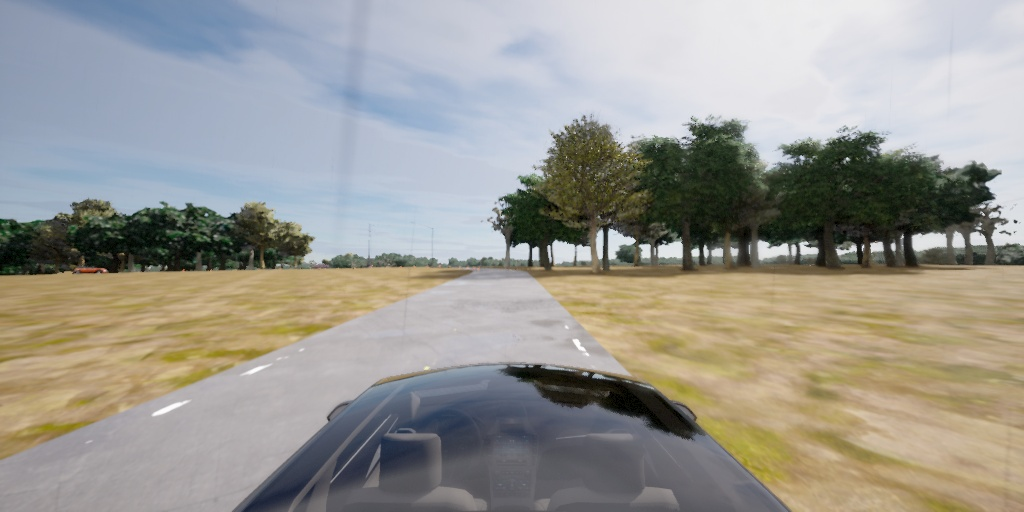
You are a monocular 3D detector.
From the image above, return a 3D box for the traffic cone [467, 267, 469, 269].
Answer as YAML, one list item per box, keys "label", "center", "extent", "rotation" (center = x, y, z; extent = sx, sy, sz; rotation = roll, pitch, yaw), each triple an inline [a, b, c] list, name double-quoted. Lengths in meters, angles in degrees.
- label: "traffic cone"
  center: [-7.602, 1.926, 61.785]
  extent: [0.340, 0.580, 0.340]
  rotation: [0, 0, -22]

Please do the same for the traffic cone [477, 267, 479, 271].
- label: "traffic cone"
  center: [-4.935, 1.870, 52.741]
  extent: [0.340, 0.580, 0.340]
  rotation: [0, 0, -10]

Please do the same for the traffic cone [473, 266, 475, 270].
- label: "traffic cone"
  center: [-6.032, 1.900, 57.333]
  extent: [0.340, 0.580, 0.340]
  rotation: [0, 0, -16]
